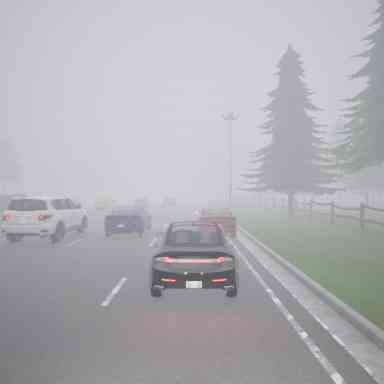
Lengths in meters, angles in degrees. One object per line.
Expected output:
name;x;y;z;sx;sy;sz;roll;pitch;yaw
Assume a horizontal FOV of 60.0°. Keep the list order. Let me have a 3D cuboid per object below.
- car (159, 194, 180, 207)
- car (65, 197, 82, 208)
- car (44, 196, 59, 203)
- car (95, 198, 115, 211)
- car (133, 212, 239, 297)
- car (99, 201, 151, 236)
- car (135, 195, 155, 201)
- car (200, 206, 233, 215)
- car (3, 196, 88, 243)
car;-3.394;1.492;50.442;2.128;1.511;4.902;0;0;0
car;-17.403;1.491;48.946;2.128;1.511;4.902;0;0;-18
car;-30.740;1.552;72.865;1.994;1.385;4.181;0;0;-38
car;-10.394;1.477;40.687;1.882;1.535;5.008;0;0;0
car;0.053;1.491;8.547;2.128;1.511;4.902;0;0;0
car;-3.398;1.477;18.405;1.882;1.535;5.008;0;0;0
car;-6.895;1.491;46.341;2.128;1.511;4.902;0;0;0
car;1.227;1.478;17.888;1.882;1.535;5.008;0;0;0
car;-6.898;1.221;16.271;2.150;2.045;5.566;0;0;0
